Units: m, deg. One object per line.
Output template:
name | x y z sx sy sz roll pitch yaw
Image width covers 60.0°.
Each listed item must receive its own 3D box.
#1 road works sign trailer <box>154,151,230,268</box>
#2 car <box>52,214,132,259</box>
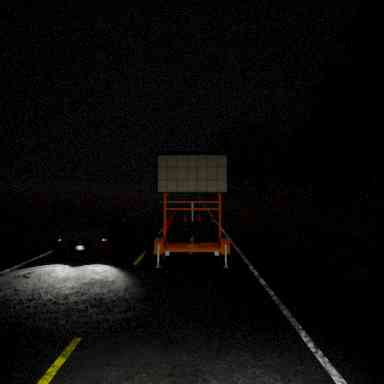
road works sign trailer | 0.015 0.444 11.194 2.380 3.560 2.880 0 0 1
car | -3.495 1.540 12.362 1.994 1.385 4.181 0 0 0
